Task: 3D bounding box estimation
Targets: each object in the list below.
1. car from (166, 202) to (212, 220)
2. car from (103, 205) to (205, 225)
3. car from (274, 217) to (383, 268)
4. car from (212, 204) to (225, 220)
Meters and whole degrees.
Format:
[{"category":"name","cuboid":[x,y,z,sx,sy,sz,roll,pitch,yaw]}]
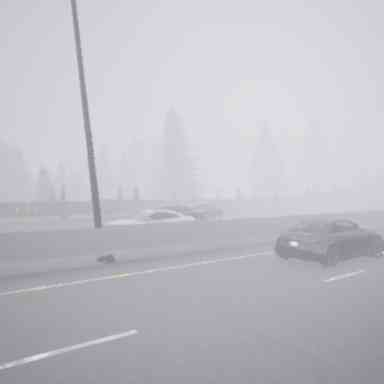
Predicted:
[{"category":"car","cuboid":[-1.517,1.490,20.074,5.008,1.535,1.882,0,0,-35]},{"category":"car","cuboid":[-1.921,1.534,15.501,4.674,1.442,1.812,0,0,-35]},{"category":"car","cuboid":[4.794,1.577,11.464,4.181,1.385,1.994,0,0,-36]},{"category":"car","cuboid":[0.447,1.544,25.733,4.674,1.442,1.812,0,0,-35]}]
